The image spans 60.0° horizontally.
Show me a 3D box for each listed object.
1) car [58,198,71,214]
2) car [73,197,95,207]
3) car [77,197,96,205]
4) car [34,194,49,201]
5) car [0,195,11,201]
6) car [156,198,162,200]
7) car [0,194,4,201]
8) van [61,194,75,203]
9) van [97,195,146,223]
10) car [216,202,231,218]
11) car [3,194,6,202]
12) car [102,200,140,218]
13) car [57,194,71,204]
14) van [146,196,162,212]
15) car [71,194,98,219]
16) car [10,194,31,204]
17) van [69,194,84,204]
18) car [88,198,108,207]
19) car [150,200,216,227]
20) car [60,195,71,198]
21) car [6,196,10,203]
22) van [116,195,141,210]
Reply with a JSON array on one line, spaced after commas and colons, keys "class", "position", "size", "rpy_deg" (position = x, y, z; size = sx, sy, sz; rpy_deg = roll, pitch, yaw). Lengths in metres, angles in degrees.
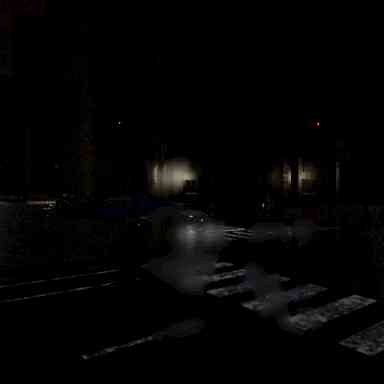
[{"class": "car", "position": [-11.930, 1.548, 33.977], "size": [1.802, 1.307, 4.206], "rpy_deg": [0, 0, -36]}, {"class": "car", "position": [-16.375, 1.506, 50.159], "size": [1.812, 1.442, 4.674], "rpy_deg": [0, 0, -35]}, {"class": "car", "position": [-18.230, 1.571, 57.403], "size": [1.802, 1.307, 4.206], "rpy_deg": [0, 0, -36]}, {"class": "car", "position": [-38.073, 1.306, 85.093], "size": [2.192, 1.841, 5.009], "rpy_deg": [0, 0, -36]}, {"class": "car", "position": [-44.902, 1.491, 79.985], "size": [1.752, 1.417, 4.829], "rpy_deg": [0, 0, -36]}, {"class": "car", "position": [-1.694, 1.577, 34.330], "size": [1.802, 1.307, 4.206], "rpy_deg": [0, 0, -36]}, {"class": "car", "position": [-41.694, 1.531, 75.510], "size": [1.947, 1.339, 4.313], "rpy_deg": [0, 0, -36]}, {"class": "van", "position": [-24.845, 1.331, 66.634], "size": [1.690, 1.788, 3.998], "rpy_deg": [0, 0, -36]}, {"class": "van", "position": [-5.315, 1.315, 24.748], "size": [1.690, 1.788, 3.998], "rpy_deg": [0, 0, -36]}, {"class": "car", "position": [1.613, 1.550, 29.715], "size": [2.008, 1.369, 4.403], "rpy_deg": [0, 0, -36]}, {"class": "car", "position": [-38.288, 1.490, 70.756], "size": [1.752, 1.417, 4.829], "rpy_deg": [0, 0, -36]}, {"class": "car", "position": [-6.727, 1.503, 31.289], "size": [1.812, 1.442, 4.674], "rpy_deg": [0, 0, -35]}, {"class": "car", "position": [-22.386, 1.528, 58.460], "size": [2.033, 1.411, 5.357], "rpy_deg": [0, 0, -36]}, {"class": "van", "position": [-5.001, 1.333, 38.945], "size": [1.690, 1.788, 3.998], "rpy_deg": [0, 0, -36]}, {"class": "car", "position": [-8.621, 1.285, 29.363], "size": [2.192, 1.841, 5.009], "rpy_deg": [0, 0, -36]}, {"class": "car", "position": [-31.773, 1.515, 61.665], "size": [2.008, 1.369, 4.403], "rpy_deg": [0, 0, -36]}, {"class": "van", "position": [-21.537, 1.330, 62.019], "size": [1.690, 1.788, 3.998], "rpy_deg": [0, 0, -36]}, {"class": "car", "position": [-14.923, 1.571, 52.788], "size": [1.802, 1.307, 4.206], "rpy_deg": [0, 0, -36]}, {"class": "car", "position": [-0.746, 1.510, 22.958], "size": [1.812, 1.442, 4.674], "rpy_deg": [0, 0, -36]}, {"class": "car", "position": [-15.213, 1.519, 43.159], "size": [2.033, 1.411, 5.357], "rpy_deg": [0, 0, -35]}, {"class": "car", "position": [-35.080, 1.405, 66.280], "size": [1.967, 1.590, 4.097], "rpy_deg": [0, 0, -36]}, {"class": "van", "position": [-8.308, 1.331, 43.560], "size": [1.690, 1.788, 3.998], "rpy_deg": [0, 0, -36]}]
